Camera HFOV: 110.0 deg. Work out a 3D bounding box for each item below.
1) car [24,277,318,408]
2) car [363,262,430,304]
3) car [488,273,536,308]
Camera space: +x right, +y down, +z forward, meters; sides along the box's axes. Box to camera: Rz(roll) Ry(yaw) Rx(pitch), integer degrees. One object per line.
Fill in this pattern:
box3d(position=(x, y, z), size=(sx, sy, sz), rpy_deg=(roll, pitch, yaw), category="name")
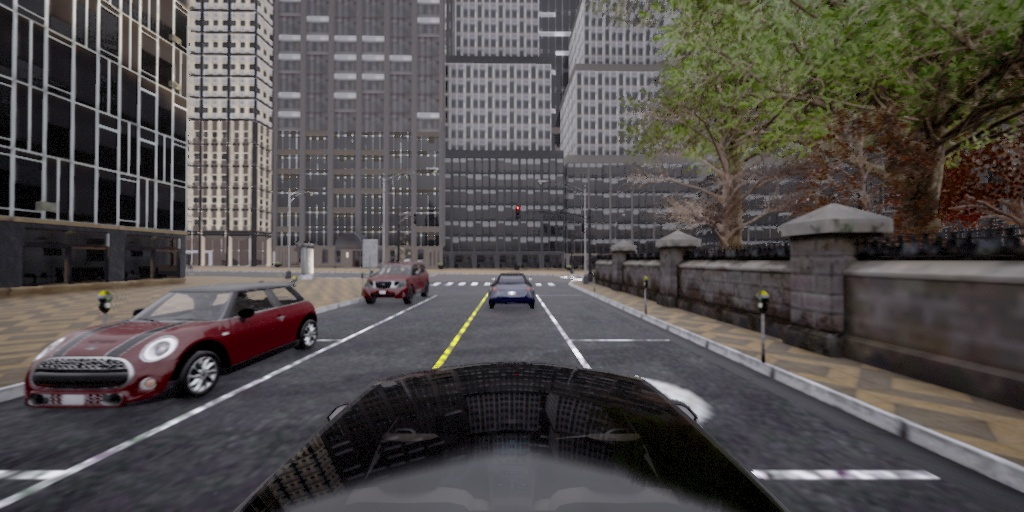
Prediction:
box3d(position=(-5.317, 1.234, 6.335), size=(1.967, 1.591, 4.097), rpy_deg=(0, 0, 0), category="car")
box3d(position=(-5.392, 1.214, 17.421), size=(2.192, 1.841, 5.009), rpy_deg=(0, 0, 0), category="car")
box3d(position=(-0.003, 1.452, 16.144), size=(1.994, 1.385, 4.181), rpy_deg=(0, 0, 0), category="car")
